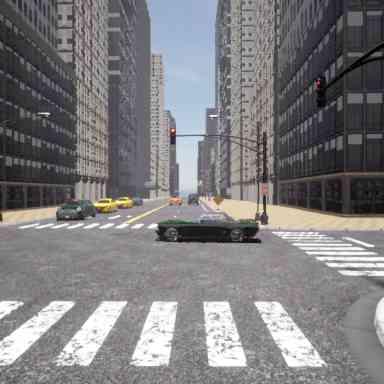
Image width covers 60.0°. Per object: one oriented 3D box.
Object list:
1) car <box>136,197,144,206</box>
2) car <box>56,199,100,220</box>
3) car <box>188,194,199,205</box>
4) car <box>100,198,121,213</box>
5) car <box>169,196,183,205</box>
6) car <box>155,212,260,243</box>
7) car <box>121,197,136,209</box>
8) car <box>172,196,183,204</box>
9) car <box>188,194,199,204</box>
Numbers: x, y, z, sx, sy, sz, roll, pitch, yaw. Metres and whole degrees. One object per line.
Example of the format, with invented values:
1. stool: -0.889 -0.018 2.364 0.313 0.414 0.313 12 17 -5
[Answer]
1. car: -9.634 1.640 57.792 2.033 1.411 5.357 0 0 1
2. car: -9.766 1.374 28.275 2.097 1.767 4.553 0 0 0
3. car: 0.279 1.606 60.193 1.837 1.490 4.892 0 0 0
4. car: -9.741 1.516 37.462 1.882 1.535 5.008 0 0 0
5. car: -2.971 1.452 59.982 2.097 1.767 4.553 0 0 0
6. car: 0.671 1.606 15.607 4.718 1.301 1.895 0 0 3
7. car: -9.706 1.538 47.144 1.882 1.535 5.008 0 0 0
8. car: -2.970 1.633 70.170 2.128 1.511 4.902 0 0 0
9. car: 0.282 1.361 70.401 2.150 2.045 5.566 0 0 0
